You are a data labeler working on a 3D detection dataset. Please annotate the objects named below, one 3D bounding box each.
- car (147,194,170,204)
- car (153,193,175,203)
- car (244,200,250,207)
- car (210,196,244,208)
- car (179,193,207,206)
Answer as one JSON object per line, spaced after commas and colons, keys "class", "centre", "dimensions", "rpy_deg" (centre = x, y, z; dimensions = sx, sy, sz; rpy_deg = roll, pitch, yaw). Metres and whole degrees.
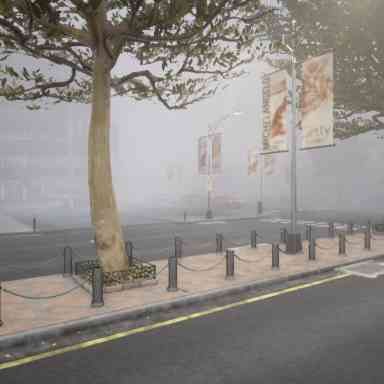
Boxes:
{"class": "car", "centre": [-6.942, 1.564, 64.516], "dimensions": [1.994, 1.385, 4.181], "rpy_deg": [0, 0, -44]}
{"class": "car", "centre": [-5.995, 1.223, 68.810], "dimensions": [5.566, 2.045, 2.150], "rpy_deg": [0, 0, 42]}
{"class": "car", "centre": [6.978, 1.526, 52.034], "dimensions": [1.812, 1.442, 4.674], "rpy_deg": [0, 0, -36]}
{"class": "car", "centre": [4.915, 1.352, 48.890], "dimensions": [2.097, 1.767, 4.553], "rpy_deg": [0, 0, -35]}
{"class": "car", "centre": [-0.181, 1.352, 55.969], "dimensions": [2.097, 1.767, 4.553], "rpy_deg": [0, 0, -36]}
